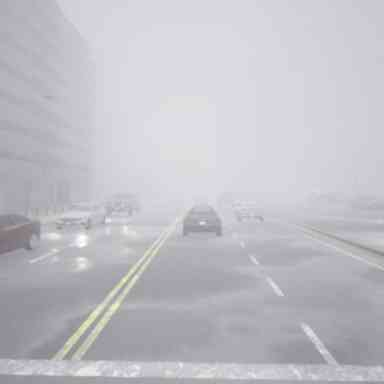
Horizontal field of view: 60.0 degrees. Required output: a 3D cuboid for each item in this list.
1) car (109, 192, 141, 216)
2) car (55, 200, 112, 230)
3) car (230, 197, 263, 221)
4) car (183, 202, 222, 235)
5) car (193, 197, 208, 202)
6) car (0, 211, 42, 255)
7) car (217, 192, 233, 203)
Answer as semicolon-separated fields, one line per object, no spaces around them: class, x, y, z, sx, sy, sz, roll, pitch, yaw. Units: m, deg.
car;-6.237;1.034;30.861;2.150;2.045;5.566;0;0;2
car;-6.584;1.398;20.216;1.812;1.442;4.674;0;0;2
car;4.248;1.388;25.474;1.812;1.442;4.674;0;0;2
car;0.552;1.461;18.052;1.994;1.385;4.181;0;0;1
car;1.159;1.353;43.821;1.895;1.301;4.718;0;0;2
car;-6.842;1.403;10.938;1.882;1.535;5.008;0;0;2
car;4.808;0.956;47.895;2.150;2.045;5.566;0;0;2
